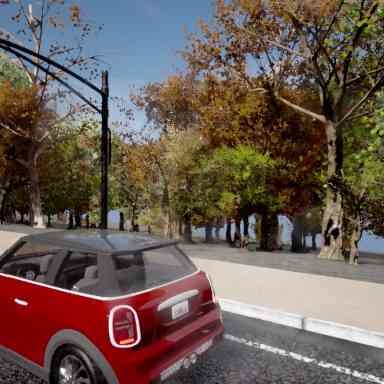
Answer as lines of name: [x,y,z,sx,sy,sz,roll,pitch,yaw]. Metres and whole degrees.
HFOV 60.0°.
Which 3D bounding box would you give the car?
car: [-1.861,1.351,5.012,4.553,1.767,2.097,0,0,36]
